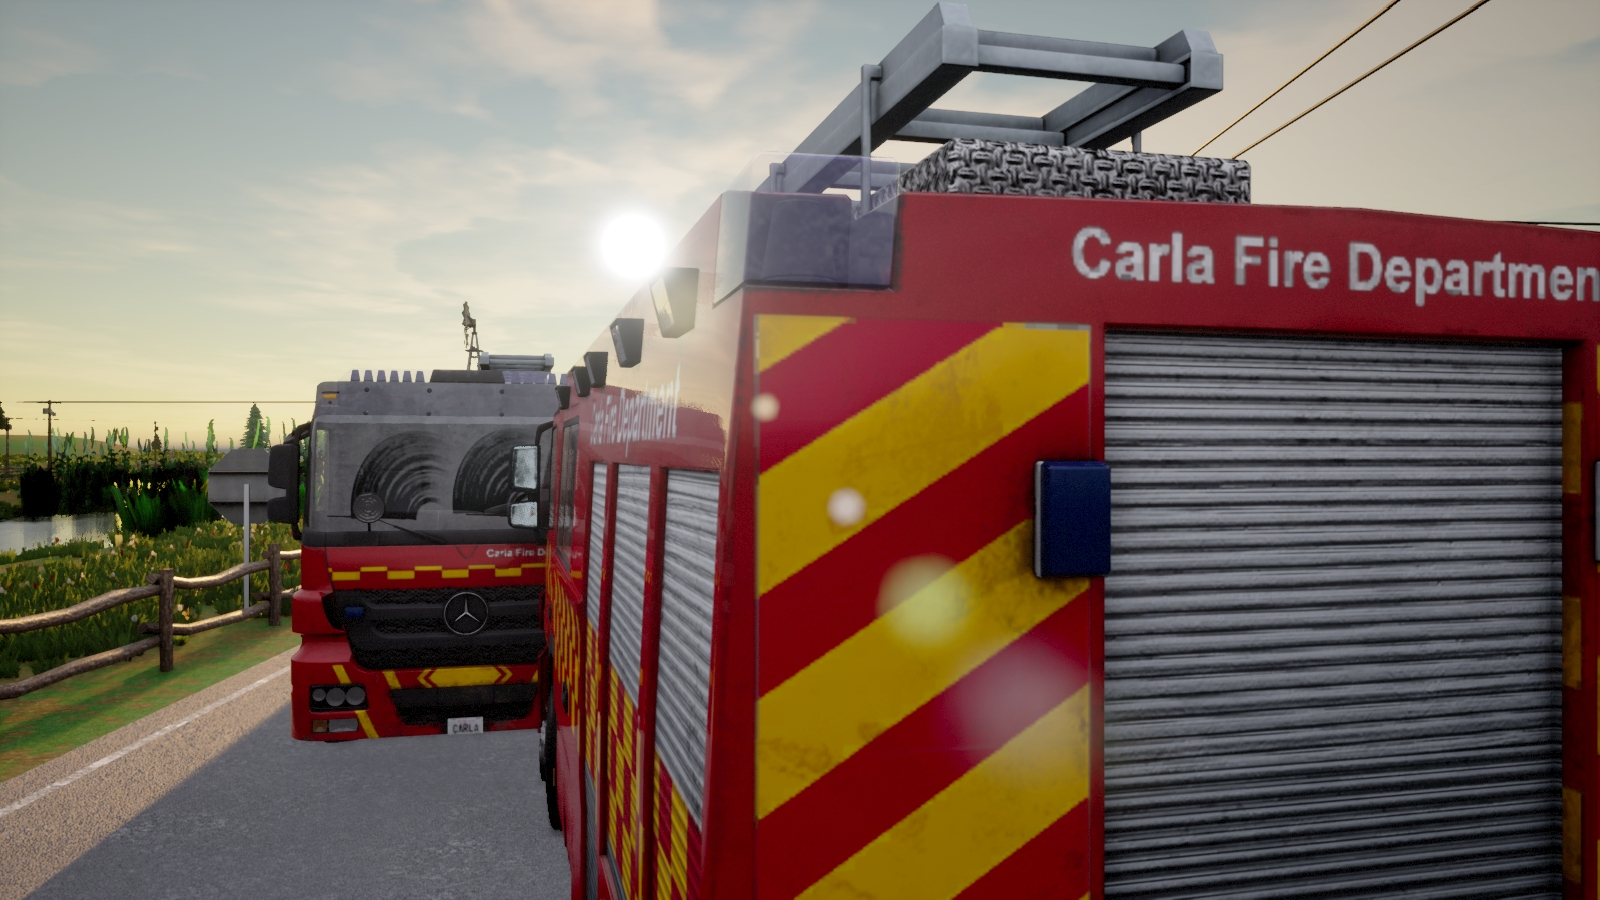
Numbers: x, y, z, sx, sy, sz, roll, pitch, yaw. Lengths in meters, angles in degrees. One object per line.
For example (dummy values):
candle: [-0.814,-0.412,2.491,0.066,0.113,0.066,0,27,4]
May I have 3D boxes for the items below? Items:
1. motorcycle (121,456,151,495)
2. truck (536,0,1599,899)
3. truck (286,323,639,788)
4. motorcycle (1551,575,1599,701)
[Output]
motorcycle: [-41.342,1.577,71.168,0.803,2.348,2.033,0,0,-4]
truck: [0.033,0.867,6.870,2.891,3.827,8.468,0,0,-15]
truck: [-3.912,0.862,13.867,2.891,3.827,8.468,0,0,-15]
motorcycle: [9.784,2.142,13.120,1.805,1.316,0.856,0,0,-7]
